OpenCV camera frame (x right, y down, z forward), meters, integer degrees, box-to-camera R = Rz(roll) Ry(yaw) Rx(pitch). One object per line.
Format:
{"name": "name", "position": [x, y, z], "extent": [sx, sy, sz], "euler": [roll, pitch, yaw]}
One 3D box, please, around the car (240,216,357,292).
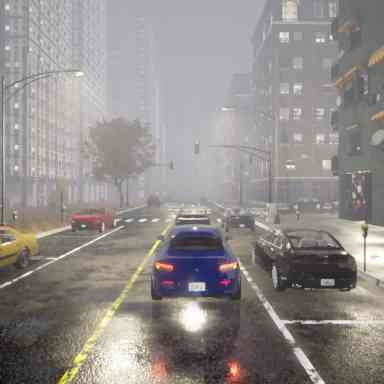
{"name": "car", "position": [2.676, 1.551, 8.752], "extent": [2.008, 1.369, 4.403], "euler": [0, 0, 0]}

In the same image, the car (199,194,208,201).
{"name": "car", "position": [2.547, 1.630, 74.298], "extent": [1.947, 1.339, 4.313], "euler": [0, 0, 0]}

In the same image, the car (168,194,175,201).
{"name": "car", "position": [-5.856, 1.649, 85.328], "extent": [1.947, 1.339, 4.313], "euler": [0, 0, 0]}

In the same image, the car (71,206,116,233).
{"name": "car", "position": [-5.726, 1.549, 19.802], "extent": [1.887, 1.381, 4.507], "euler": [0, 0, 0]}

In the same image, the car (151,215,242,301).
{"name": "car", "position": [0.078, 1.526, 8.232], "extent": [1.812, 1.442, 4.674], "euler": [0, 0, 0]}

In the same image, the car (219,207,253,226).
{"name": "car", "position": [2.654, 1.555, 19.818], "extent": [2.008, 1.369, 4.403], "euler": [0, 0, 0]}

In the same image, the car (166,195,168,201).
{"name": "car", "position": [-5.802, 1.607, 57.713], "extent": [1.947, 1.339, 4.313], "euler": [0, 0, 0]}

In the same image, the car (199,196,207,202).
{"name": "car", "position": [2.535, 1.598, 79.990], "extent": [1.752, 1.417, 4.829], "euler": [0, 0, 0]}

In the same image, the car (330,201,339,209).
{"name": "car", "position": [18.749, 1.259, 39.310], "extent": [4.829, 1.417, 1.752], "euler": [-1, 1, -1]}

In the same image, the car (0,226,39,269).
{"name": "car", "position": [-5.704, 1.526, 8.566], "extent": [1.752, 1.417, 4.829], "euler": [0, 0, 0]}

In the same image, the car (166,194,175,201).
{"name": "car", "position": [-5.867, 1.409, 90.850], "extent": [2.192, 1.841, 5.009], "euler": [0, 0, 0]}

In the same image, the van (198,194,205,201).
{"name": "van", "position": [2.524, 1.424, 85.344], "extent": [1.690, 1.788, 3.998], "euler": [0, 0, 0]}

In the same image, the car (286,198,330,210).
{"name": "car", "position": [13.352, 1.359, 39.245], "extent": [4.403, 1.369, 2.008], "euler": [-1, 1, -1]}

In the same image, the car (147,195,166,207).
{"name": "car", "position": [-5.791, 1.349, 52.190], "extent": [2.192, 1.841, 5.009], "euler": [0, 0, 0]}

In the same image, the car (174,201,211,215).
{"name": "car", "position": [0.045, 1.495, 18.334], "extent": [2.128, 1.511, 4.902], "euler": [0, 0, 0]}
